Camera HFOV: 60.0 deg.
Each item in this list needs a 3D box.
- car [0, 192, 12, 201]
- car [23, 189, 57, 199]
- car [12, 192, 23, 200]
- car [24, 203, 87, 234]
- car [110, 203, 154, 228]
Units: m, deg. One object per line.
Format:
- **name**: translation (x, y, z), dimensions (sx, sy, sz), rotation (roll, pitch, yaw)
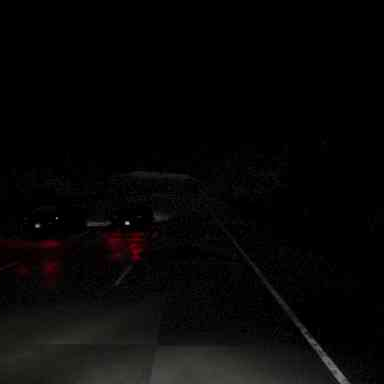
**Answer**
- **car**: translation (-28.046, 0.783, 50.714), dimensions (2.128, 1.511, 4.902), rotation (0, 1, 1)
- **car**: translation (-21.059, 0.563, 46.985), dimensions (2.150, 2.045, 5.566), rotation (0, 1, 0)
- **car**: translation (-24.549, 0.787, 50.430), dimensions (2.128, 1.511, 4.902), rotation (0, 1, 1)
- **car**: translation (-6.899, 1.284, 17.162), dimensions (1.812, 1.442, 4.674), rotation (0, 1, 0)
- **car**: translation (-3.400, 1.323, 19.729), dimensions (1.895, 1.301, 4.718), rotation (0, 1, 0)
